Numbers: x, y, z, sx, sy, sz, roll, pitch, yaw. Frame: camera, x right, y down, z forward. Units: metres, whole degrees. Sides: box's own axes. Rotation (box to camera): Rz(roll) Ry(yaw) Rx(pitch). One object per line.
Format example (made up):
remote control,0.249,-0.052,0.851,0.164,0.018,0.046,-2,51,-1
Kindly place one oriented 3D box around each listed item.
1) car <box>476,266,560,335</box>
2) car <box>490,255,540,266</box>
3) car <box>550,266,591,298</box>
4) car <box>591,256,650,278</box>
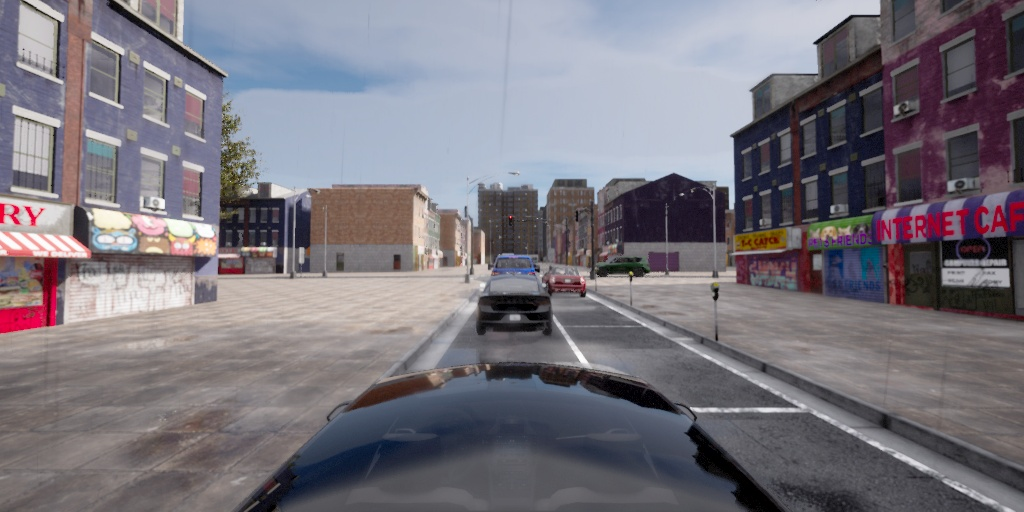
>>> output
car,0.036,1.234,10.522,1.882,1.535,5.008,0,0,-1
car,0.069,0.990,18.198,2.150,2.045,5.566,0,0,0
car,2.616,1.208,18.885,1.967,1.591,4.097,0,0,0
car,10.072,1.043,33.765,5.566,2.045,2.150,0,-2,0
